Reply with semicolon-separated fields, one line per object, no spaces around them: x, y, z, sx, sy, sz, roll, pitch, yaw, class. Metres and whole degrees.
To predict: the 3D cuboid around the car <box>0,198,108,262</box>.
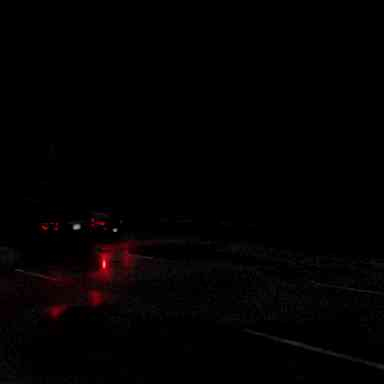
-5.940;1.221;12.450;5.566;2.045;2.150;0;0;36;car

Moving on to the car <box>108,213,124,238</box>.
-5.330;1.523;16.330;4.674;1.442;1.812;0;0;36;car
